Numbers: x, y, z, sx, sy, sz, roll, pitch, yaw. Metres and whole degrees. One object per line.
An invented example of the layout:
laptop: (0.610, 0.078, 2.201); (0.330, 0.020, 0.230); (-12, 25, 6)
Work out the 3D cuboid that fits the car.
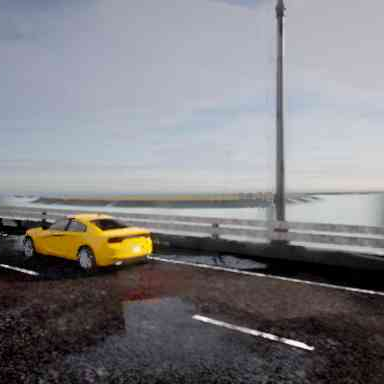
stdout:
car: (-3.560, 1.468, 10.844); (5.008, 1.535, 1.882); (0, 0, 36)
